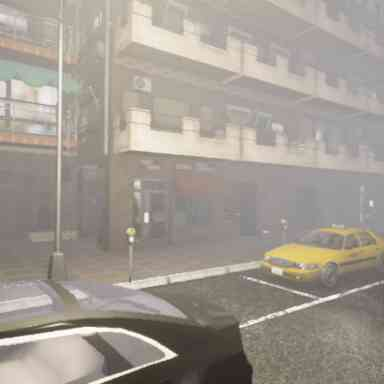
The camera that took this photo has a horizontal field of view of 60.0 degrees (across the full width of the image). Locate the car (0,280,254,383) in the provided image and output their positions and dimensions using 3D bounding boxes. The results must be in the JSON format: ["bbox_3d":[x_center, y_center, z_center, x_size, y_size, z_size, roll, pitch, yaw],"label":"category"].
[{"bbox_3d":[-1.744,1.490,2.125,4.902,1.511,2.128,1,0,-35],"label":"car"}]

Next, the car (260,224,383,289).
[{"bbox_3d":[4.021,1.610,9.425,4.829,1.417,1.752,1,0,-35],"label":"car"}]
